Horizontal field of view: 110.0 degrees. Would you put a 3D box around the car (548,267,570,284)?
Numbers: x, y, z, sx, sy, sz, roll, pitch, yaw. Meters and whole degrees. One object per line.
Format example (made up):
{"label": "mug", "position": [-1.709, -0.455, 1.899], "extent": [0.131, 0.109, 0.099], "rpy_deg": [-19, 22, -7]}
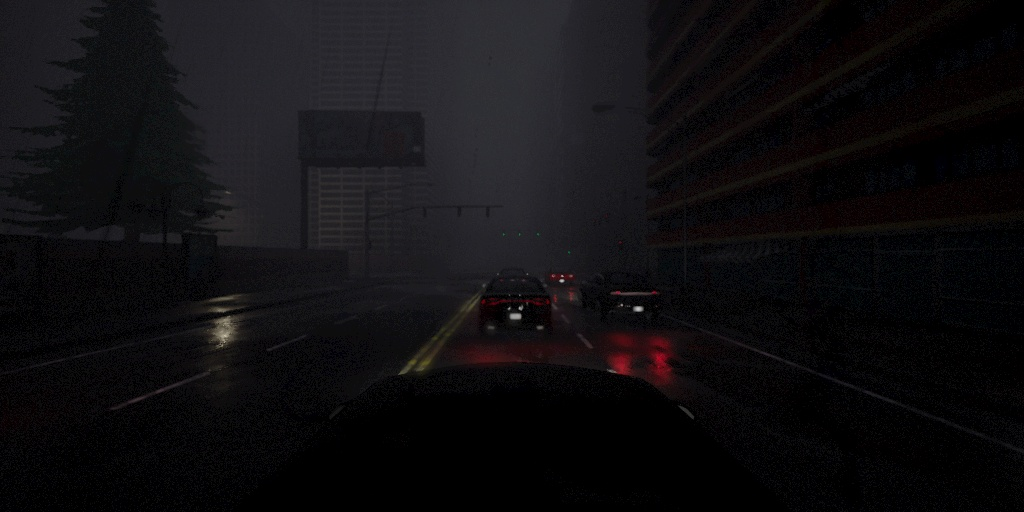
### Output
{"label": "car", "position": [3.568, 1.478, 27.801], "extent": [1.895, 1.301, 4.718], "rpy_deg": [0, 0, 0]}

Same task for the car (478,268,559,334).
{"label": "car", "position": [0.092, 1.272, 10.831], "extent": [1.882, 1.535, 5.008], "rpy_deg": [0, 0, 0]}

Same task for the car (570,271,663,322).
{"label": "car", "position": [3.593, 1.295, 12.615], "extent": [2.128, 1.511, 4.902], "rpy_deg": [0, 0, 0]}
